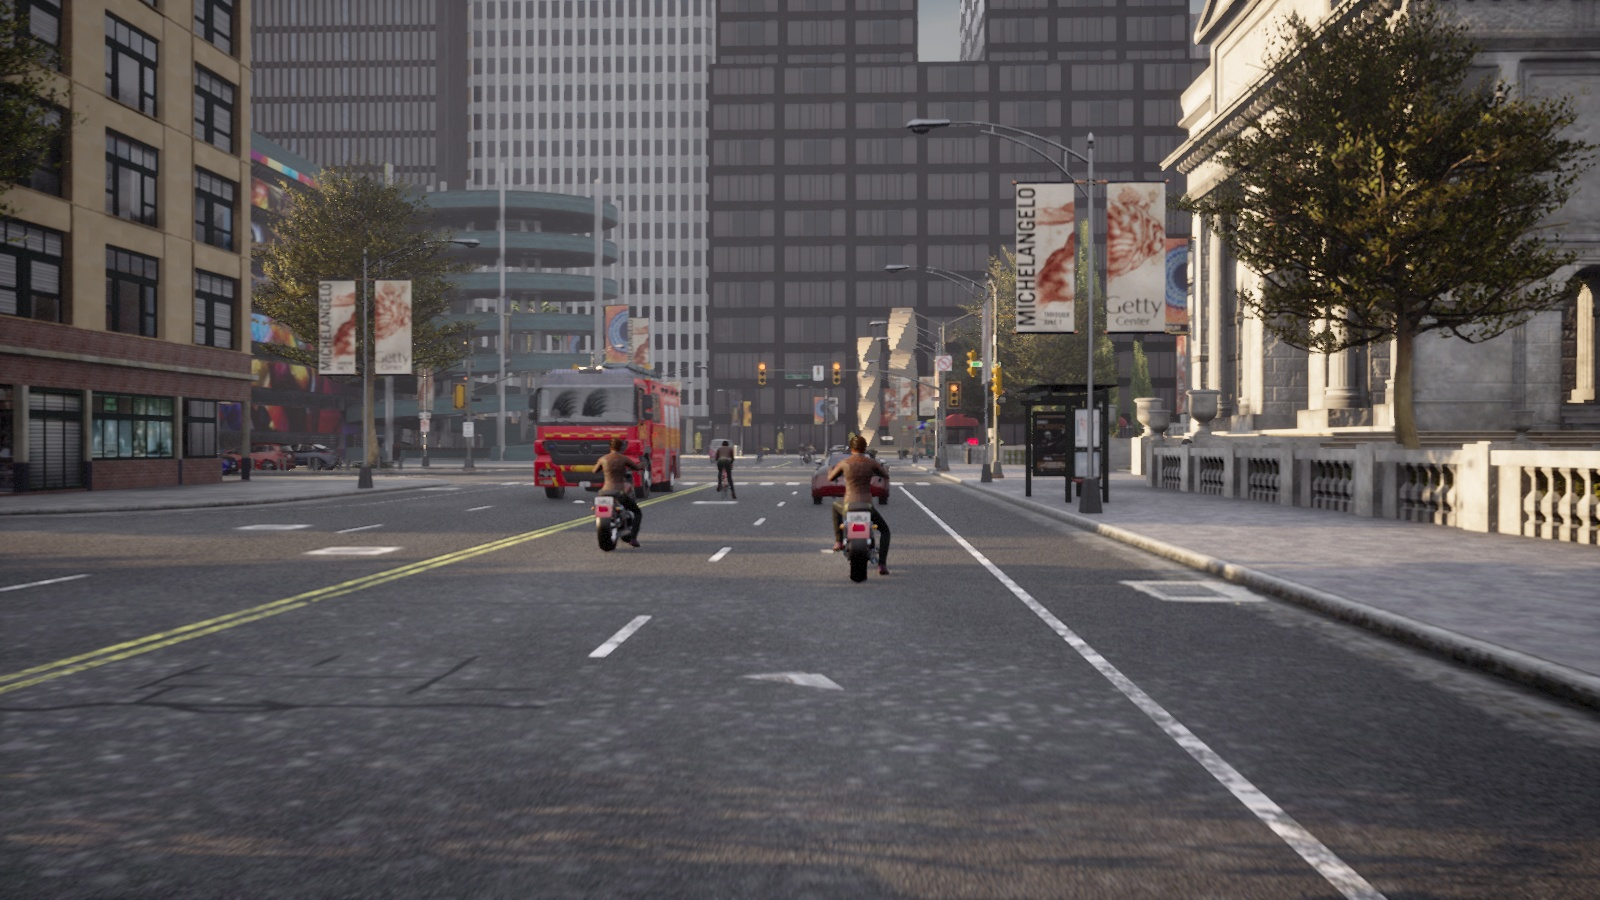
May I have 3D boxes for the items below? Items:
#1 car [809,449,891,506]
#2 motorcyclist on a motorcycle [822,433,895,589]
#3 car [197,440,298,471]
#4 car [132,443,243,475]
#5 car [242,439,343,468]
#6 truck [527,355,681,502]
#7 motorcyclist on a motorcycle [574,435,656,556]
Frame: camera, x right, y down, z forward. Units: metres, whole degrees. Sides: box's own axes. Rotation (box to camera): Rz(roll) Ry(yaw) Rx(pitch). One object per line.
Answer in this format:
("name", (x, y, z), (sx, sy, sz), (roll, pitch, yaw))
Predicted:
("car", (1.313, 0.685, 32.973), (1.994, 1.385, 4.181), (0, 0, 2))
("motorcyclist on a motorcycle", (0.665, 0.642, 14.458), (0.766, 1.649, 2.350), (0, 0, 2))
("car", (-30.727, 0.291, 69.931), (4.611, 1.667, 2.242), (0, 0, 2))
("car", (-30.197, 0.425, 61.954), (4.514, 1.525, 2.007), (0, 0, 2))
("car", (-29.608, 0.213, 73.391), (5.027, 1.651, 2.152), (0, 0, 2))
("truck", (-5.525, -0.568, 36.978), (2.891, 3.827, 8.468), (0, 0, 2))
("motorcyclist on a motorcycle", (-2.674, 0.623, 18.400), (0.766, 1.649, 2.350), (0, 0, 2))
